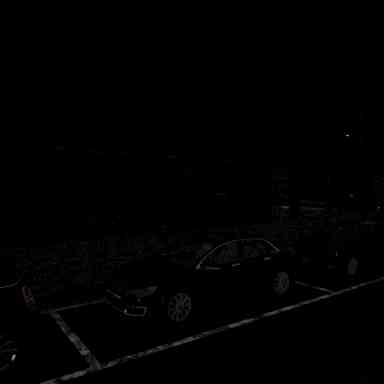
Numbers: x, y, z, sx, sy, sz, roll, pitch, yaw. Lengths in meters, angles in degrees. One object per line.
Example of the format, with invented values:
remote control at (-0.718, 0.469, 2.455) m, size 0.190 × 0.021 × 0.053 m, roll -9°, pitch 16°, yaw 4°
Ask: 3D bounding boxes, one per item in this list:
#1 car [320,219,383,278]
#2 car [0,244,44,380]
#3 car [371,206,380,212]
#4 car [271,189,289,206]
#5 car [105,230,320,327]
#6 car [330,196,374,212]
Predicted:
car at (4.852, 1.545, 10.119) m, size 4.507 × 1.381 × 1.887 m, roll 0°, pitch 0°, yaw -36°
car at (-4.029, 1.440, 3.775) m, size 4.097 × 1.590 × 1.967 m, roll 0°, pitch 0°, yaw -36°
car at (9.293, 1.442, 13.291) m, size 4.097 × 1.590 × 1.967 m, roll 0°, pitch 0°, yaw -36°
car at (10.140, 0.708, 41.179) m, size 2.150 × 2.045 × 5.566 m, roll 0°, pitch 1°, yaw -35°
car at (0.412, 1.551, 6.947) m, size 4.403 × 1.369 × 2.008 m, roll 0°, pitch 0°, yaw -36°
car at (15.993, 1.173, 33.014) m, size 2.128 × 1.511 × 4.902 m, roll 0°, pitch 1°, yaw -36°
